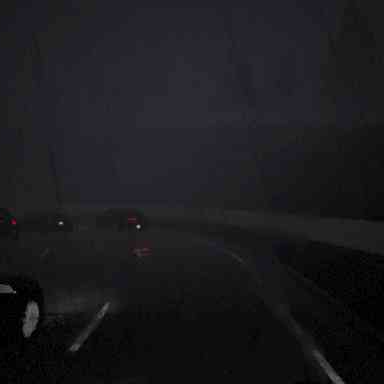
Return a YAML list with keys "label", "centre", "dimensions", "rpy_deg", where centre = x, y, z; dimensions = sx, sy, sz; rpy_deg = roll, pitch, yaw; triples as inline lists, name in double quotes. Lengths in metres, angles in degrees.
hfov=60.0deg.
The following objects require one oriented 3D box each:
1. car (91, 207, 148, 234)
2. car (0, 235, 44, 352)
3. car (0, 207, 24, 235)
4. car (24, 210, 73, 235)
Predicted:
- label: "car"
  centre: [-4.653, 1.728, 20.856]
  dimensions: [1.837, 1.490, 4.892]
  rpy_deg: [1, -1, -41]
- label: "car"
  centre: [-3.375, 1.544, 3.613]
  dimensions: [1.837, 1.490, 4.892]
  rpy_deg: [0, -1, 0]
- label: "car"
  centre: [-10.533, 1.531, 16.917]
  dimensions: [2.097, 1.767, 4.553]
  rpy_deg: [0, -1, -43]
- label: "car"
  centre: [-9.137, 1.779, 20.325]
  dimensions: [4.181, 1.385, 1.994]
  rpy_deg: [0, -1, 38]
